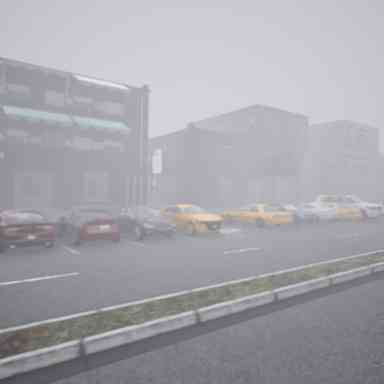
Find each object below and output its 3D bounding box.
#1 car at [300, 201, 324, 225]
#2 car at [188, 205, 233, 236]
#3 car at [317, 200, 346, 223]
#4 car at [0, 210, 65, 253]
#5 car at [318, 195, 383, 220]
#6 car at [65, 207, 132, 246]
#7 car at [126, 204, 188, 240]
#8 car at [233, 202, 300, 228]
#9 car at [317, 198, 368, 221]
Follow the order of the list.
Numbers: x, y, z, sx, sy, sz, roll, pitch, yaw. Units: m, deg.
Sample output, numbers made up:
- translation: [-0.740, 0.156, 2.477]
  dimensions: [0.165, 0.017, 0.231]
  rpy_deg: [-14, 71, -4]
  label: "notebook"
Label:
- translation: [6.513, 1.516, 23.642]
  dimensions: [2.002, 1.452, 4.674]
  rpy_deg: [0, 0, -35]
  label: "car"
- translation: [-0.278, 1.467, 18.822]
  dimensions: [2.097, 1.535, 5.008]
  rpy_deg: [0, 0, -35]
  label: "car"
- translation: [8.683, 1.531, 25.176]
  dimensions: [2.002, 1.452, 4.674]
  rpy_deg: [0, 0, -35]
  label: "car"
- translation: [-7.172, 1.475, 13.914]
  dimensions: [2.097, 1.535, 5.008]
  rpy_deg: [0, 0, -35]
  label: "car"
- translation: [13.228, 1.294, 28.371]
  dimensions: [2.435, 2.045, 5.566]
  rpy_deg: [1, 0, -35]
  label: "car"
- translation: [-4.926, 1.502, 15.552]
  dimensions: [2.163, 1.488, 4.792]
  rpy_deg: [0, 0, -35]
  label: "car"
- translation: [-2.646, 1.471, 17.142]
  dimensions: [2.231, 1.521, 4.892]
  rpy_deg: [0, 0, -35]
  label: "car"
- translation: [4.148, 1.465, 22.186]
  dimensions: [1.946, 1.575, 5.366]
  rpy_deg: [0, 0, -35]
  label: "car"
- translation: [10.836, 1.512, 26.936]
  dimensions: [1.946, 1.575, 5.366]
  rpy_deg: [1, 0, -35]
  label: "car"
